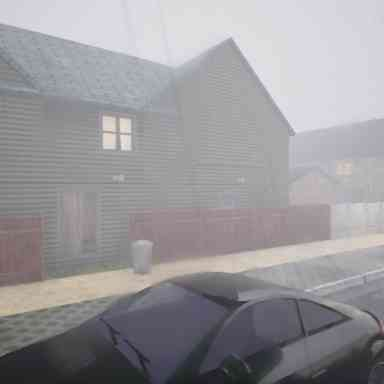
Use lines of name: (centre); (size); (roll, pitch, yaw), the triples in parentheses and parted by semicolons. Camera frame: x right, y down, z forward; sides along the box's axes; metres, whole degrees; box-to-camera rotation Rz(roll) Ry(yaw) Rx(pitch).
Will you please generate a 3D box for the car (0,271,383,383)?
car: (0.106, 1.564, 3.142); (4.181, 1.385, 1.994); (0, 0, -35)
